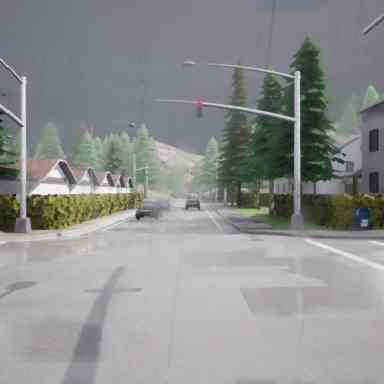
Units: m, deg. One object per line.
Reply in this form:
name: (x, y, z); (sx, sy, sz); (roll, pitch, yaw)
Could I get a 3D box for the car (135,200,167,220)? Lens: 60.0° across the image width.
car: (-3.591, 1.557, 28.633); (2.033, 1.411, 5.357); (0, 0, 0)

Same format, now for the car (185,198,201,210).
car: (0.112, 1.519, 43.284); (1.837, 1.490, 4.892); (0, 0, 0)

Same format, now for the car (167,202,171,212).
car: (-3.567, 1.577, 38.551); (1.994, 1.385, 4.181); (0, 0, 1)
